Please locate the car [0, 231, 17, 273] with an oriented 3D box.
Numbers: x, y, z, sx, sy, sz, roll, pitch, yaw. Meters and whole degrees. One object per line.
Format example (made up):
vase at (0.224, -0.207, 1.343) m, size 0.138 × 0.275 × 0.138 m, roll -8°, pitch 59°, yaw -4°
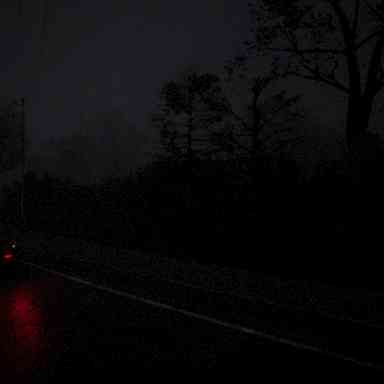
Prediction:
car at (-6.664, 1.538, 9.675) m, size 4.674 × 1.442 × 1.812 m, roll 0°, pitch 0°, yaw 44°
